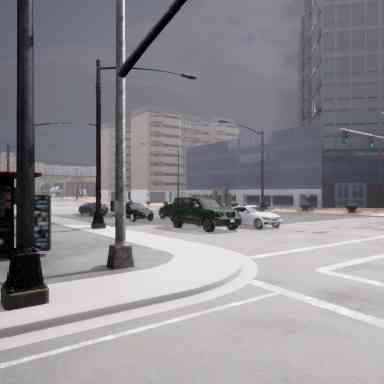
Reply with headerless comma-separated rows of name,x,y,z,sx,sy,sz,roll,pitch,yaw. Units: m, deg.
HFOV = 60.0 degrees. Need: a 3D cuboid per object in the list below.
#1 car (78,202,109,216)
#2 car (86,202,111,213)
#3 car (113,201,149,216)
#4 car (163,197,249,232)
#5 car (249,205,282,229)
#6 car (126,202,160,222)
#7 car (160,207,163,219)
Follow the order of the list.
car,-11.361,1.939,37.918,2.033,1.411,5.357,0,-1,-36
car,-13.091,2.070,46.321,1.994,1.385,4.181,0,-1,-35
car,-7.006,1.846,37.875,2.128,1.511,4.902,0,-1,-36
car,0.693,1.335,21.304,2.150,2.045,5.566,0,-1,-36
car,3.961,1.635,22.735,1.812,1.442,4.674,0,-1,-35
car,-5.114,1.741,29.302,1.837,1.490,4.892,0,-1,-36
car,-1.340,1.740,30.122,1.812,1.442,4.674,0,-1,-36
